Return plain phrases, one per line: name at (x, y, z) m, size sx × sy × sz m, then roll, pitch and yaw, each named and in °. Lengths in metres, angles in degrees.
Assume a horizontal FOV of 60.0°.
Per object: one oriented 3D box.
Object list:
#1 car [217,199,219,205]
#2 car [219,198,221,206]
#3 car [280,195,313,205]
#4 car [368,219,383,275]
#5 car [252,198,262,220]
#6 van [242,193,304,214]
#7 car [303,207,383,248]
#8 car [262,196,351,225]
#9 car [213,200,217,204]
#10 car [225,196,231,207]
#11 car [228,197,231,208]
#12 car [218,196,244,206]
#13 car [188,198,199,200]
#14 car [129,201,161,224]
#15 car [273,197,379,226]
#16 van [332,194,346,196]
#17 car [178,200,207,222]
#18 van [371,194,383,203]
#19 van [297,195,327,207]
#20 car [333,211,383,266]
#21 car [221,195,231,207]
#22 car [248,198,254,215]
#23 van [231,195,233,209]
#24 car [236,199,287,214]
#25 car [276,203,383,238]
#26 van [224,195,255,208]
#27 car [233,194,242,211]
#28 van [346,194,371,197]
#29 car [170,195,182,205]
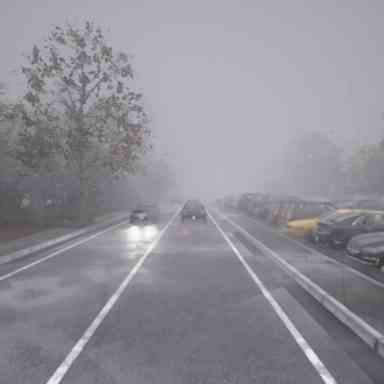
car at (7.198, 1.726, 56.717) m, size 4.792 × 1.488 × 2.163 m, roll 0°, pitch -1°, yaw 0°
car at (7.163, 1.701, 53.942) m, size 4.674 × 1.452 × 2.002 m, roll 0°, pitch -1°, yaw 0°
car at (20.300, 1.555, 64.785) m, size 5.566 × 2.045 × 2.435 m, roll 0°, pitch -1°, yaw 0°
car at (6.838, 1.468, 6.769) m, size 5.366 × 1.575 × 1.946 m, roll 0°, pitch 0°, yaw 0°
car at (7.066, 1.418, 23.426) m, size 5.008 × 1.535 × 2.097 m, roll 0°, pitch 0°, yaw 0°
van at (6.971, 1.174, 28.978) m, size 4.442 × 1.987 × 1.878 m, roll 0°, pitch 0°, yaw 0°
car at (7.033, 1.455, 12.321) m, size 4.892 × 1.521 × 2.231 m, roll 0°, pitch 0°, yaw 0°
car at (7.032, 1.301, 20.649) m, size 4.553 × 1.767 × 2.185 m, roll 0°, pitch 0°, yaw 0°
car at (7.148, 1.481, 59.497) m, size 5.566 × 2.045 × 2.435 m, roll 0°, pitch -1°, yaw 0°
car at (7.098, 1.548, 42.839) m, size 4.792 × 1.488 × 2.163 m, roll 0°, pitch -1°, yaw 0°
car at (7.123, 1.523, 40.062) m, size 4.674 × 1.452 × 2.002 m, roll 0°, pitch -1°, yaw 0°
car at (7.216, 1.645, 62.267) m, size 4.553 × 1.767 × 2.185 m, roll 0°, pitch -1°, yaw 0°
car at (0.156, 1.529, 41.769) m, size 2.128 × 1.511 × 4.902 m, roll 0°, pitch 0°, yaw 0°
car at (-3.323, 1.435, 24.345) m, size 2.128 × 1.511 × 4.902 m, roll 0°, pitch 0°, yaw 0°
car at (7.024, 1.310, 17.873) m, size 4.553 × 1.767 × 2.185 m, roll 0°, pitch 0°, yaw 0°
van at (20.324, 1.288, 42.628) m, size 4.442 × 1.987 × 1.878 m, roll 0°, pitch -1°, yaw 0°
car at (0.127, 1.547, 26.052) m, size 1.895 × 1.301 × 4.718 m, roll 0°, pitch 0°, yaw 0°
van at (20.059, 1.163, 31.698) m, size 4.442 × 1.987 × 1.878 m, roll 0°, pitch 0°, yaw 0°
van at (20.364, 1.466, 56.478) m, size 4.442 × 1.987 × 1.878 m, roll 0°, pitch -1°, yaw 0°
car at (7.038, 1.464, 9.545) m, size 4.892 × 1.521 × 2.231 m, roll 0°, pitch 0°, yaw 0°
car at (7.150, 1.590, 48.390) m, size 5.008 × 1.535 × 2.097 m, roll 0°, pitch -1°, yaw 0°
car at (7.083, 1.449, 26.202) m, size 4.674 × 1.452 × 2.002 m, roll 0°, pitch 0°, yaw 0°
van at (6.995, 1.221, 37.290) m, size 4.442 × 1.987 × 1.878 m, roll 0°, pitch -1°, yaw 0°
car at (7.133, 1.441, 34.504) m, size 4.792 × 1.488 × 2.163 m, roll 0°, pitch 0°, yaw 0°
car at (6.862, 1.442, 15.098) m, size 5.366 × 1.575 × 1.946 m, roll 0°, pitch 0°, yaw 0°
van at (7.269, 1.400, 51.169) m, size 4.442 × 1.987 × 1.878 m, roll 0°, pitch -1°, yaw 0°
car at (7.124, 1.140, 31.753) m, size 5.566 × 2.045 × 2.435 m, roll 0°, pitch 0°, yaw 0°
van at (20.074, 1.217, 37.090) m, size 4.442 × 1.987 × 1.878 m, roll 0°, pitch -1°, yaw 0°
car at (-3.147, 1.584, 65.351) m, size 2.150 × 2.045 × 5.566 m, roll 0°, pitch -1°, yaw 0°
